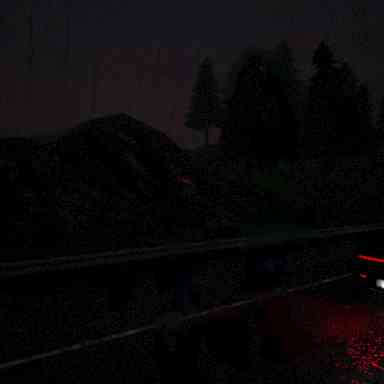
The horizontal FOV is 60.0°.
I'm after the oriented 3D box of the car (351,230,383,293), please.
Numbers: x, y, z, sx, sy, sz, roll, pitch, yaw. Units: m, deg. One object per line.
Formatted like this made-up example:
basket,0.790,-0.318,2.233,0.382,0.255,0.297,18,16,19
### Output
car,5.607,1.491,7.627,4.892,1.490,1.837,0,0,-35
